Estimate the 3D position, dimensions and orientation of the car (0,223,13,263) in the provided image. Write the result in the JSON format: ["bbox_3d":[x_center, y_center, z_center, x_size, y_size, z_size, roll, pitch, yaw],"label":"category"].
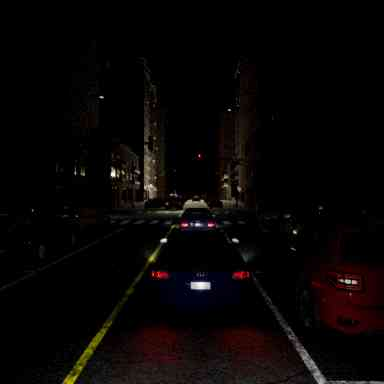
[{"bbox_3d":[-5.776,1.526,6.500,1.752,1.417,4.829,1,0,1],"label":"car"}]

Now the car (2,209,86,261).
[{"bbox_3d":[-5.702,1.547,12.294,1.887,1.381,4.507,1,0,1],"label":"car"}]

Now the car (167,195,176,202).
[{"bbox_3d":[-4.848,1.466,78.970,1.967,1.590,4.097,1,0,1],"label":"car"}]

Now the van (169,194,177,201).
[{"bbox_3d":[-4.775,1.370,84.643,1.690,1.788,3.998,1,0,1],"label":"van"}]

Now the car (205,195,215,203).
[{"bbox_3d":[3.313,1.594,50.491,1.802,1.307,4.206,1,0,1],"label":"car"}]

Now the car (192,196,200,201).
[{"bbox_3d":[1.078,1.625,84.893,1.895,1.301,4.718,0,0,1],"label":"car"}]

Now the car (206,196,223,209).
[{"bbox_3d":[3.240,1.593,44.818,1.802,1.307,4.206,1,0,1],"label":"car"}]

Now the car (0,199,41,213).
[{"bbox_3d":[-16.422,1.341,29.240,4.902,1.511,2.128,1,-1,1],"label":"car"}]

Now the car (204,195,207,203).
[{"bbox_3d":[3.385,1.596,56.164,1.802,1.307,4.206,1,0,1],"label":"car"}]

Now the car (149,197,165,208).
[{"bbox_3d":[-5.212,1.557,50.609,1.887,1.381,4.507,1,0,1],"label":"car"}]

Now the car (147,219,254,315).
[{"bbox_3d":[0.176,1.566,7.678,1.994,1.385,4.181,0,0,1],"label":"car"}]

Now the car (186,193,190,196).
[{"bbox_3d":[-2.079,1.500,72.648,1.882,1.535,5.008,0,0,1],"label":"car"}]

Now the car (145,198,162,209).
[{"bbox_3d":[-5.284,1.555,44.936,1.887,1.381,4.507,1,0,1],"label":"car"}]

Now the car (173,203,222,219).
[{"bbox_3d":[0.270,1.551,17.741,2.033,1.411,5.357,0,0,0],"label":"car"}]

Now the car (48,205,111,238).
[{"bbox_3d":[-5.632,1.529,17.748,1.752,1.417,4.829,1,0,1],"label":"car"}]

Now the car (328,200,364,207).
[{"bbox_3d":[13.991,1.503,31.884,4.553,1.767,2.097,0,-1,1],"label":"car"}]

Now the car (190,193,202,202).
[{"bbox_3d":[0.953,1.564,74.194,2.033,1.411,5.357,0,0,1],"label":"car"}]

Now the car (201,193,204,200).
[{"bbox_3d":[3.533,1.335,67.510,2.192,1.841,5.009,1,0,1],"label":"car"}]

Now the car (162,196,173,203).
[{"bbox_3d":[-4.994,1.601,67.626,1.802,1.307,4.206,1,0,1],"label":"car"}]

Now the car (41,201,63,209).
[{"bbox_3d":[-14.220,1.501,32.176,4.718,1.301,1.895,1,-1,2],"label":"car"}]

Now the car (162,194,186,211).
[{"bbox_3d":[-2.308,1.362,41.423,2.097,1.767,4.553,0,0,-5],"label":"car"}]

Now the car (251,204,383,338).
[{"bbox_3d":[2.754,1.316,6.552,2.192,1.841,5.009,1,0,1],"label":"car"}]

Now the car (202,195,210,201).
[{"bbox_3d":[3.820,1.599,90.201,1.947,1.339,4.313,1,0,1],"label":"car"}]

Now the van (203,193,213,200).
[{"bbox_3d":[3.460,1.358,61.837,1.690,1.788,3.998,1,0,1],"label":"van"}]
